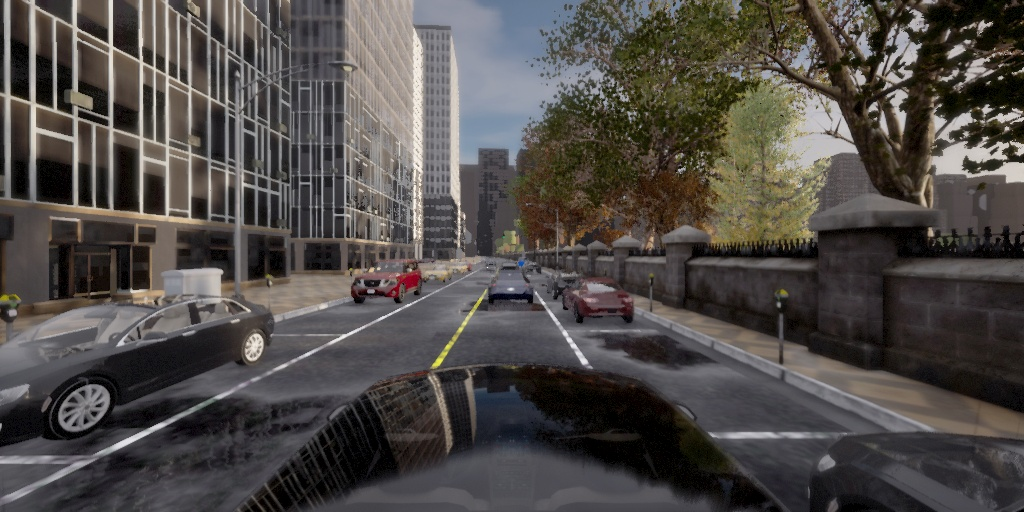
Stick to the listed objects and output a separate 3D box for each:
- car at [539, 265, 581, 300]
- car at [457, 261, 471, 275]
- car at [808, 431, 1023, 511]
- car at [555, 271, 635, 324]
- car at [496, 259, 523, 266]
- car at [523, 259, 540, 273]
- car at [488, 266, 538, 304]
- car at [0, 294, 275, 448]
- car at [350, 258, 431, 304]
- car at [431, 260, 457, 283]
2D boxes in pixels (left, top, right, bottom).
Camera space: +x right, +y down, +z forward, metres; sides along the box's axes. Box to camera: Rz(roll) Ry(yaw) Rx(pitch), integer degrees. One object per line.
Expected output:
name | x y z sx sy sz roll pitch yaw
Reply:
car | 2.643 1.294 17.322 2.007 1.370 4.403 0 0 0
car | -5.827 1.261 38.927 1.751 1.417 4.829 0 0 -1
car | 2.708 1.296 0.466 2.007 1.370 4.403 0 0 0
car | 2.681 1.327 11.702 1.802 1.307 4.207 0 0 0
car | -0.235 1.256 31.517 1.837 1.490 4.892 0 0 -1
car | 2.327 1.285 39.805 2.007 1.370 4.403 0 0 -1
car | -0.059 1.317 16.507 1.994 1.385 4.181 0 0 0
car | -5.465 1.296 5.243 2.007 1.370 4.403 0 0 0
car | -5.520 1.058 16.523 2.192 1.841 5.009 0 0 0
car | -5.641 1.266 27.636 1.751 1.417 4.829 0 0 -1
